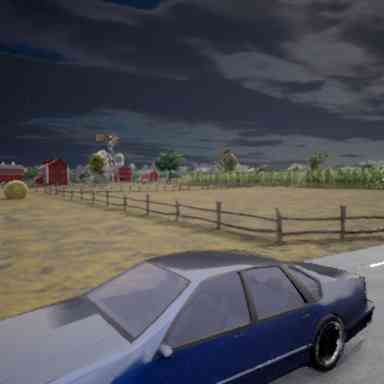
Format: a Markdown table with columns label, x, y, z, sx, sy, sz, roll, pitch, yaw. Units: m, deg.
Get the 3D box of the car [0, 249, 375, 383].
| label | x | y | z | sx | sy | sz | roll | pitch | yaw |
| --- | --- | --- | --- | --- | --- | --- | --- | --- | --- |
| car | 0.088 | 1.497 | 4.037 | 5.357 | 1.411 | 2.033 | 0 | 1 | -35 |
